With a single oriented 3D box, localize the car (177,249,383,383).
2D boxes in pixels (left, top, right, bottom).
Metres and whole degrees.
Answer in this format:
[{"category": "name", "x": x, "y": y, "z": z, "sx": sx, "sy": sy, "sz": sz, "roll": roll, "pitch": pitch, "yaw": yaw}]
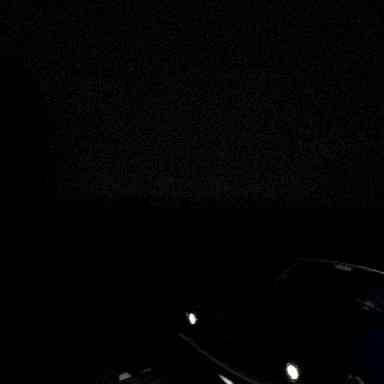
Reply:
[{"category": "car", "x": 2.165, "y": 1.580, "z": 4.614, "sx": 4.718, "sy": 1.301, "sz": 1.895, "roll": 0, "pitch": 0, "yaw": -35}]
